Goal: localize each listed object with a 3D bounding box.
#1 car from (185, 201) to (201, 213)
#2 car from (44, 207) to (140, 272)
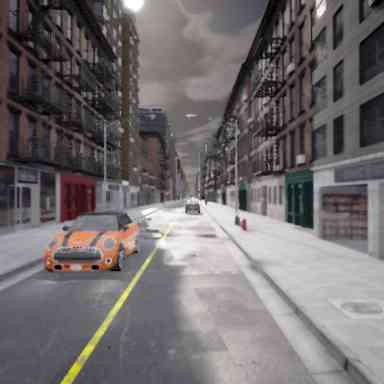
[{"bbox_3d":[0.094,1.905,42.935,2.128,1.511,4.902,0,-1,0],"label":"car"},{"bbox_3d":[-3.088,1.455,11.147,2.097,1.767,4.553,0,-1,0],"label":"car"}]
